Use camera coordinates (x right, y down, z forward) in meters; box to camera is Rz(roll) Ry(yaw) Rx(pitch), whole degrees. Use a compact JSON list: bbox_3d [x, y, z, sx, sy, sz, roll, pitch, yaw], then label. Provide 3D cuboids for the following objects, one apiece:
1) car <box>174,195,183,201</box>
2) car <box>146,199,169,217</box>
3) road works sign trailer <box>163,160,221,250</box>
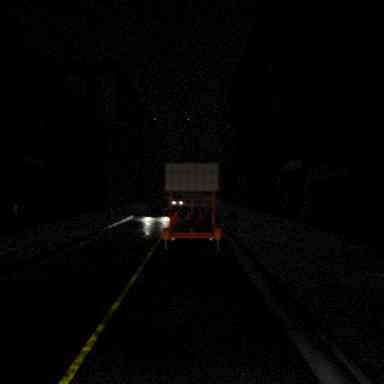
[{"bbox_3d":[-3.004,1.324,73.481,1.895,1.301,4.718,0,0,0],"label":"car"},{"bbox_3d":[-3.099,1.408,31.212,1.882,1.535,5.008,0,0,0],"label":"car"},{"bbox_3d":[0.000,0.436,14.127,2.380,3.560,2.880,0,0,0],"label":"road works sign trailer"}]
